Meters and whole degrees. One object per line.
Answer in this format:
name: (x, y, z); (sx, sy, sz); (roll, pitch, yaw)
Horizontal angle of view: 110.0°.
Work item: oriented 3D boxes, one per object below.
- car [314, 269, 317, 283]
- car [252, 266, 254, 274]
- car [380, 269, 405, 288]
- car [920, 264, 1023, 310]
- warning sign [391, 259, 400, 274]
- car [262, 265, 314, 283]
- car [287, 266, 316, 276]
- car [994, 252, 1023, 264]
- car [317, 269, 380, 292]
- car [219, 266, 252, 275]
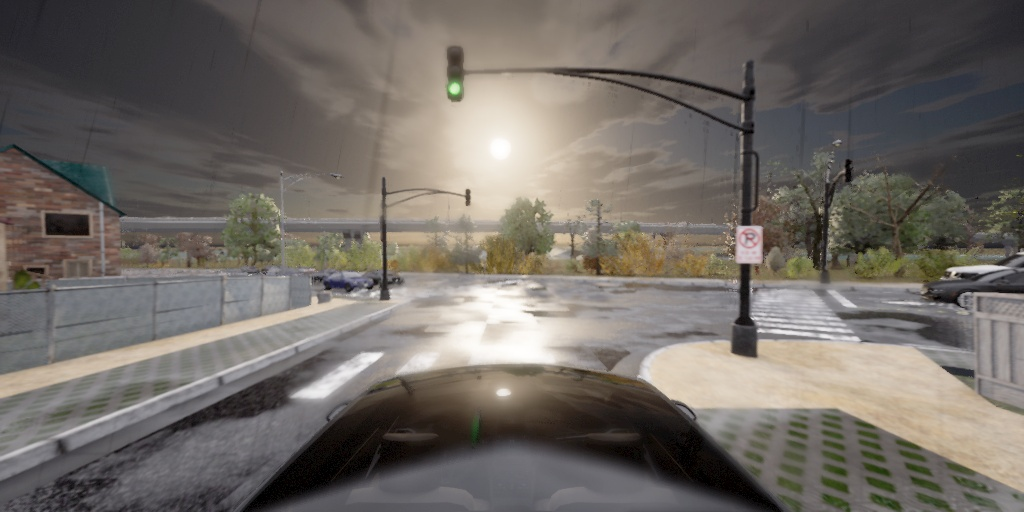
car: (-17.535, 1.917, 34.462); (4.181, 1.385, 1.994); (-1, 1, 36)
car: (-37.900, 2.330, 49.359); (4.718, 1.301, 1.895); (-1, 1, 36)
car: (-10.704, 1.794, 29.509); (4.181, 1.385, 1.994); (-1, 1, 36)
car: (18.214, 1.167, 12.783); (4.892, 1.490, 1.837); (-1, 1, 36)
warning sign: (-14.289, 1.289, 43.793); (1.060, 1.860, 1.300); (0, 0, 36)
car: (-20.454, 1.799, 32.561); (4.553, 1.767, 2.097); (-1, 1, 36)
car: (-30.579, 2.112, 52.077); (4.718, 1.301, 1.895); (-1, 1, 36)
car: (21.518, 0.783, 14.392); (5.566, 2.045, 2.150); (-1, 1, 36)
car: (-12.154, 1.824, 26.542); (4.674, 1.442, 1.812); (-1, 1, 36)
car: (-31.974, 2.164, 40.949); (4.892, 1.490, 1.837); (-1, 1, 36)
